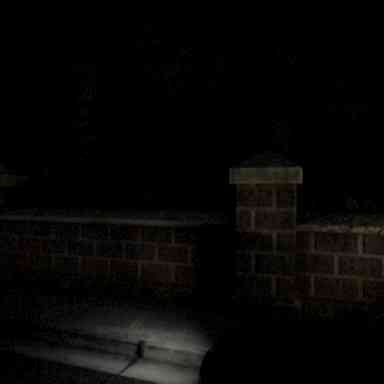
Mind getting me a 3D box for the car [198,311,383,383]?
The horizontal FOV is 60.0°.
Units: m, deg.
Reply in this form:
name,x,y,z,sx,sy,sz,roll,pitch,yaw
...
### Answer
name,x,y,z,sx,sy,sz,roll,pitch,yaw
car,2.310,1.524,2.327,4.674,1.442,1.812,0,0,19
